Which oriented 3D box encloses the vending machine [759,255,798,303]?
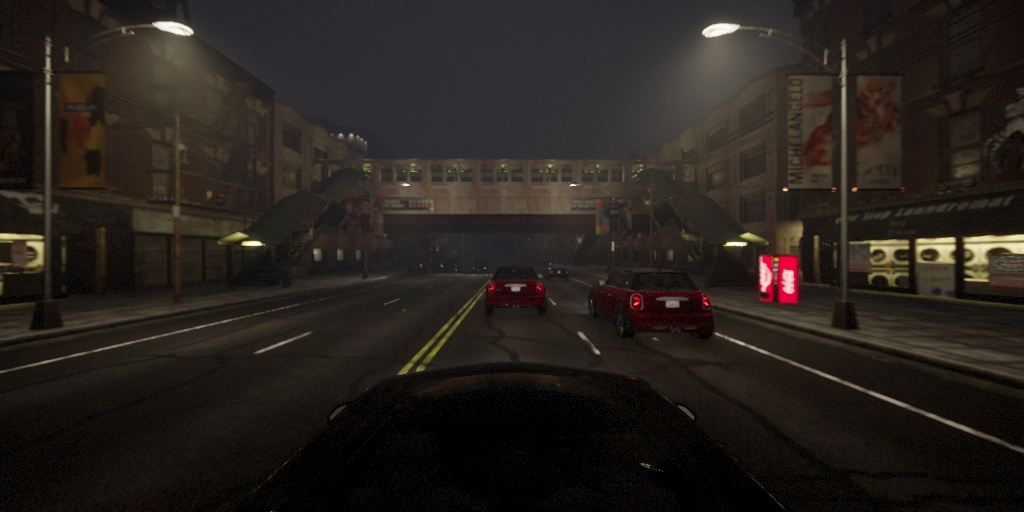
[{"bbox_3d":[10.901,0.953,14.701,1.100,2.100,0.880,0,0,0],"label":"vending machine"}]

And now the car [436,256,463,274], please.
[{"bbox_3d":[-7.005,1.094,41.725,2.097,1.767,4.553,0,0,1],"label":"car"}]

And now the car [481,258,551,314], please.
[{"bbox_3d":[0.121,1.102,13.918,2.097,1.767,4.553,0,0,0],"label":"car"}]

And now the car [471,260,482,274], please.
[{"bbox_3d":[-3.516,1.252,40.780,1.837,1.490,4.892,0,0,0],"label":"car"}]

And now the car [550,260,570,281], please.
[{"bbox_3d":[3.642,1.299,30.294,2.033,1.411,5.357,0,0,0],"label":"car"}]

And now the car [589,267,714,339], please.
[{"bbox_3d":[3.618,1.104,10.200,2.097,1.767,4.553,0,0,0],"label":"car"}]
